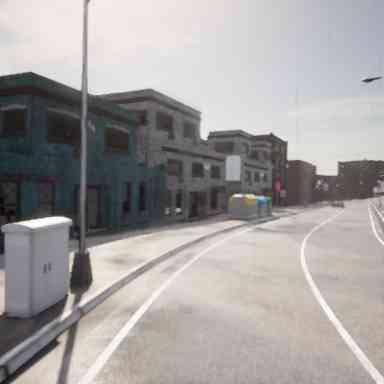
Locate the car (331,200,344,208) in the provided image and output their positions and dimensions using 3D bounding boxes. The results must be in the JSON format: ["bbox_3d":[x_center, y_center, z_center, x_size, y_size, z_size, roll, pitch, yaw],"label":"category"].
[{"bbox_3d":[27.958,2.290,63.741,1.994,1.385,4.181,2,0,28],"label":"car"}]
